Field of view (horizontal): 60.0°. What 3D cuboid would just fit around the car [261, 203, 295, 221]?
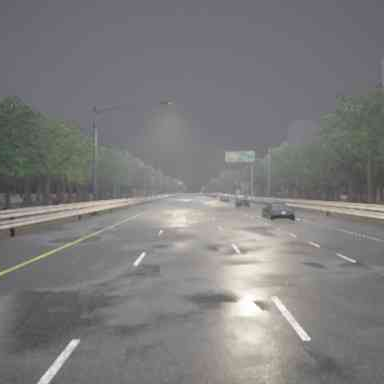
[{"bbox_3d":[7.024,1.572,27.483,1.994,1.385,4.181,0,0,0],"label":"car"}]

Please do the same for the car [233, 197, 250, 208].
[{"bbox_3d":[7.094,1.508,47.838,1.837,1.490,4.892,0,0,0],"label":"car"}]

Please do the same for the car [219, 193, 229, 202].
[{"bbox_3d":[7.255,1.529,75.675,1.994,1.385,4.181,0,0,0],"label":"car"}]
